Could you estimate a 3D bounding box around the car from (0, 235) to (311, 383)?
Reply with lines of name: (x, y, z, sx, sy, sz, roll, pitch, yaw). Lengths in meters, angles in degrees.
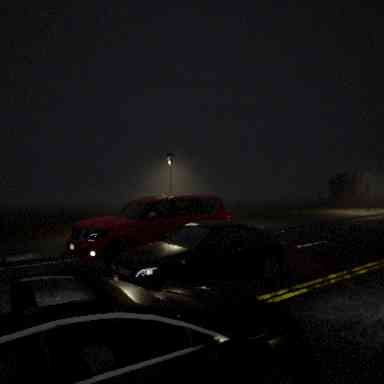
car: (-0.999, 1.480, 2.727, 4.902, 1.511, 2.128, -1, 1, -37)

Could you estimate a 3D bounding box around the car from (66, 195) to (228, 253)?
car: (-1.150, 1.144, 10.975, 5.566, 2.045, 2.150, -1, 1, -37)

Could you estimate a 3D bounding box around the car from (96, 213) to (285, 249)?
car: (0.346, 1.456, 8.039, 4.674, 1.442, 1.812, -1, 1, -37)
